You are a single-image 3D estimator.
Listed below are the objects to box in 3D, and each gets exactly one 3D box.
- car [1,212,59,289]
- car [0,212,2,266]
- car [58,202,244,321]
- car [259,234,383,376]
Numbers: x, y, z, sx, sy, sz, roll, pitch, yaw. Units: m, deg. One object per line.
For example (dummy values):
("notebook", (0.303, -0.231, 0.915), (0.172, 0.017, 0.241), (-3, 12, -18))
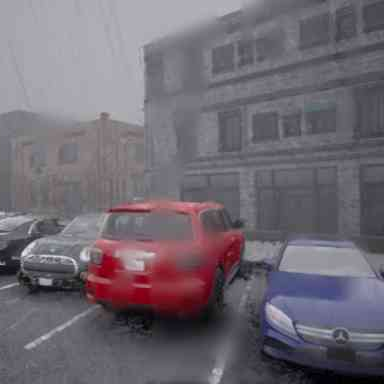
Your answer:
("car", (-2.520, 1.362, 9.289), (2.185, 1.767, 4.553), (0, -1, 15))
("car", (-4.931, 1.493, 10.956), (2.231, 1.521, 4.892), (0, -1, 16))
("car", (-0.143, 1.236, 7.587), (2.435, 2.045, 5.566), (0, -1, 16))
("car", (2.242, 1.526, 5.853), (2.002, 1.452, 4.674), (1, -1, 16))
